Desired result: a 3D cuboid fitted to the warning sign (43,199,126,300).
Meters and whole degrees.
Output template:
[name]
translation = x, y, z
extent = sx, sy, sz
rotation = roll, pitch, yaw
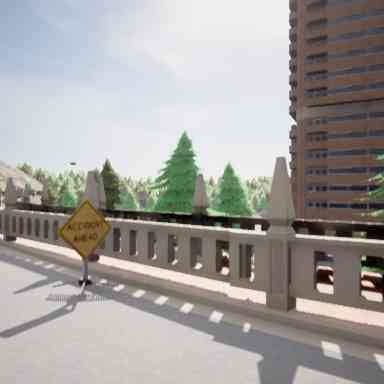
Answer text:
[warning sign]
translation = -2.256, 1.088, 7.039
extent = 1.060, 1.860, 1.300
rotation = 0, 0, 40
